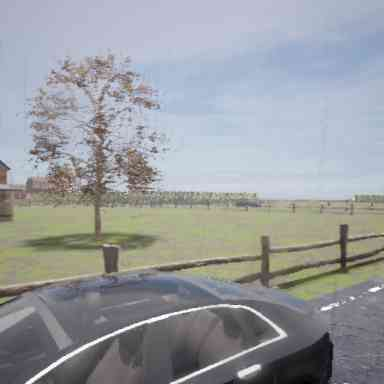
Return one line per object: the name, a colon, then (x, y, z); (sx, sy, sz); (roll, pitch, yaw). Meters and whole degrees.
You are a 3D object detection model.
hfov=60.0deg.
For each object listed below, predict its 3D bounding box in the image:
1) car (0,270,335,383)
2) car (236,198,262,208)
car: (-0.831, 1.527, 2.581); (4.892, 1.490, 1.837); (1, -1, -36)
car: (11.939, 2.316, 69.637); (5.566, 2.045, 2.150); (0, -2, 41)
